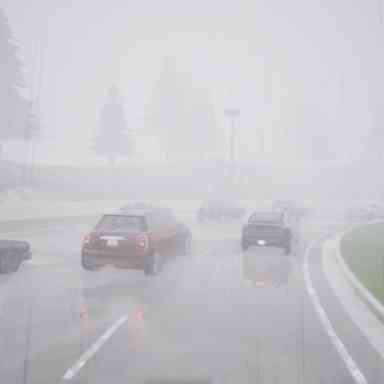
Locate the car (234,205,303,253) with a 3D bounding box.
[{"bbox_3d":[3.390,1.531,14.002,1.837,1.490,4.892,0,0,22],"label":"car"}]

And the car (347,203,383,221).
[{"bbox_3d":[15.353,1.661,29.169,4.674,1.442,1.812,1,0,-38],"label":"car"}]

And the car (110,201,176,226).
[{"bbox_3d":[-3.367,1.449,24.051,2.128,1.511,4.902,0,0,30],"label":"car"}]

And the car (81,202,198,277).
[{"bbox_3d":[-1.492,1.333,10.590,2.097,1.767,4.553,1,0,15],"label":"car"}]

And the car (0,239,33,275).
[{"bbox_3d":[-6.011,1.486,7.387,2.033,1.411,5.357,1,0,11],"label":"car"}]

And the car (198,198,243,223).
[{"bbox_3d":[2.341,1.363,25.762,2.097,1.767,4.553,1,0,36],"label":"car"}]

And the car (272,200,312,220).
[{"bbox_3d":[8.111,1.418,27.243,2.097,1.767,4.553,1,0,42],"label":"car"}]
